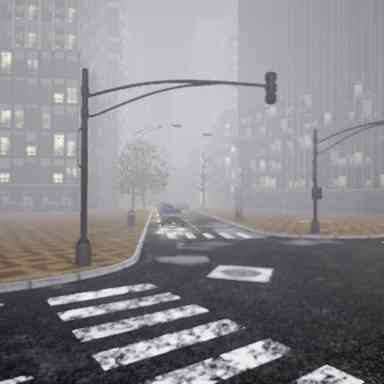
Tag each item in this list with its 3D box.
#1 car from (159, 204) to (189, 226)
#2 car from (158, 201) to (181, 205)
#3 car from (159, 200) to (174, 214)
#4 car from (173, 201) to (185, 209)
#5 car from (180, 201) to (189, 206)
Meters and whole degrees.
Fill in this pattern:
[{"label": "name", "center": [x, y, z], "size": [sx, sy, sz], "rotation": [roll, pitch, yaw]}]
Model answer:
[{"label": "car", "center": [-1.633, 1.980, 27.380], "size": [2.033, 1.411, 5.357], "rotation": [0, -1, -6]}, {"label": "car", "center": [-2.663, 2.074, 37.322], "size": [1.882, 1.535, 5.008], "rotation": [0, -1, -6]}, {"label": "car", "center": [-3.708, 2.116, 47.365], "size": [2.097, 1.767, 4.553], "rotation": [0, -1, -6]}, {"label": "car", "center": [-2.616, 2.600, 66.628], "size": [2.128, 1.511, 4.902], "rotation": [0, -1, -6]}, {"label": "car", "center": [-1.533, 2.420, 56.269], "size": [2.128, 1.511, 4.902], "rotation": [0, -1, -6]}]
